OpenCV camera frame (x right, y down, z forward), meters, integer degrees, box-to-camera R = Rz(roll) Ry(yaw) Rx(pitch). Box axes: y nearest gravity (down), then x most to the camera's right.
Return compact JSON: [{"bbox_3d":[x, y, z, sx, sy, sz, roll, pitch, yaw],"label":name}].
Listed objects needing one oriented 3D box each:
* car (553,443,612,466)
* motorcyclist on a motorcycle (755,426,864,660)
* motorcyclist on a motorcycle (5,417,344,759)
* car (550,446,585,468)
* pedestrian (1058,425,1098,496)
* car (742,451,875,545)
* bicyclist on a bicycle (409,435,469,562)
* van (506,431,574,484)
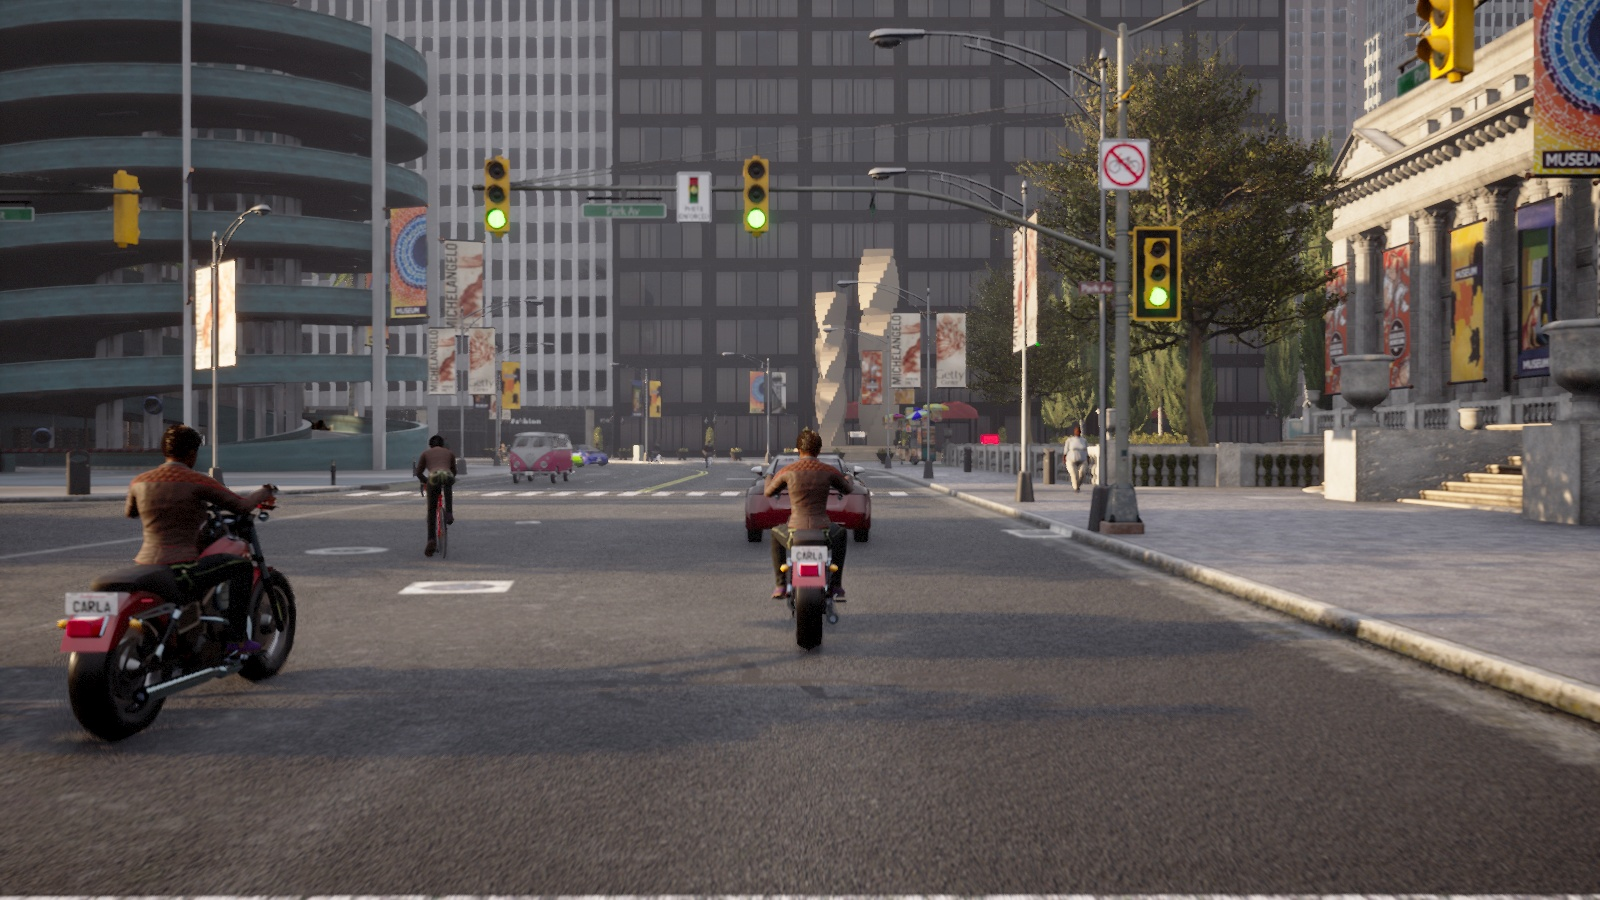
[{"bbox_3d":[-15.057,0.308,86.852,2.007,1.525,4.514,0,0,-41],"label":"car"},{"bbox_3d":[0.072,0.654,10.012,0.766,1.649,2.350,0,0,0],"label":"motorcyclist on a motorcycle"},{"bbox_3d":[-3.444,0.663,7.229,0.766,1.649,2.350,0,0,0],"label":"motorcyclist on a motorcycle"},{"bbox_3d":[-14.867,0.444,80.305,1.481,1.376,2.207,0,0,-31],"label":"car"},{"bbox_3d":[7.380,0.266,33.388,0.874,1.855,0.900,0,0,1],"label":"pedestrian"},{"bbox_3d":[0.134,0.721,20.921,1.994,1.385,4.181,0,0,0],"label":"car"},{"bbox_3d":[-4.897,0.622,16.975,0.582,1.620,1.656,-1,0,-22],"label":"bicyclist on a bicycle"},{"bbox_3d":[-10.209,0.278,49.600,1.775,1.987,4.442,0,0,0],"label":"van"}]
